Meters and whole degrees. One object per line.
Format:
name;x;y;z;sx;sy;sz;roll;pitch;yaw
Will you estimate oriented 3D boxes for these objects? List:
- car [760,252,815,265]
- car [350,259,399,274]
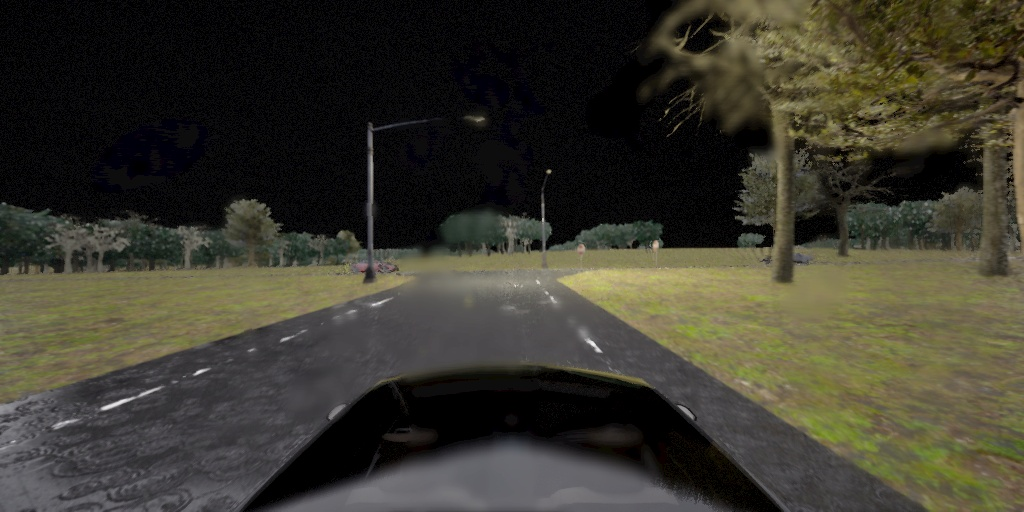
car;31.734;0.298;41.393;5.357;1.411;2.033;-2;-2;-1
car;-12.904;0.985;33.760;4.181;1.385;1.994;-1;-2;0
